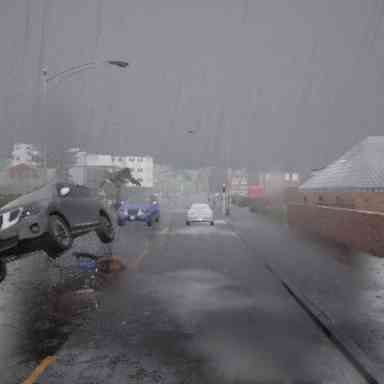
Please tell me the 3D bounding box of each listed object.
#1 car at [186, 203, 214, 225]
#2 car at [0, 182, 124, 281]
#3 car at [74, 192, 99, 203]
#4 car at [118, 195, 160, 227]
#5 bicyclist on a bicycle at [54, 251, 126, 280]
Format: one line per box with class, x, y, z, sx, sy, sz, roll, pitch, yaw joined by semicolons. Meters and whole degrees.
car;0.580;1.526;23.648;1.812;1.442;4.674;0;0;1
car;-4.158;0.889;9.713;2.150;2.045;5.566;-23;-4;3
car;-18.533;0.986;58.744;1.905;1.878;3.866;0;0;36
car;-3.566;1.223;23.185;2.150;2.045;5.566;0;0;2
bicyclist on a bicycle;-2.328;1.813;8.159;1.620;0.582;1.656;4;-6;14
